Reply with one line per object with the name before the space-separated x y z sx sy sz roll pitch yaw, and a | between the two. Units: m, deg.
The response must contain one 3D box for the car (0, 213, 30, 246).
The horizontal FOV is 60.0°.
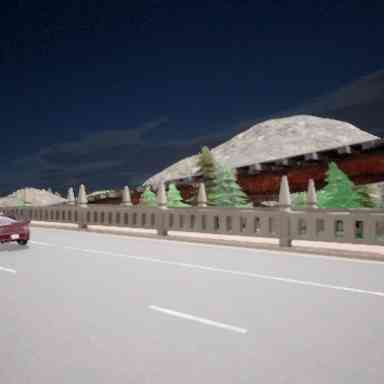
car | -8.958 1.643 14.673 4.674 1.442 1.812 0 0 35
